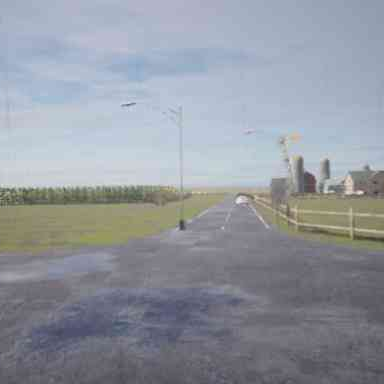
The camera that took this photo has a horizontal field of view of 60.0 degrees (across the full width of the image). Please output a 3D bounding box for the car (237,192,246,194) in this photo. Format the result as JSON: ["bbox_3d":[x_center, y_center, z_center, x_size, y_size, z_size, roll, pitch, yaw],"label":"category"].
[{"bbox_3d":[9.409,1.077,63.443,2.150,2.045,5.566,-1,0,8],"label":"car"}]

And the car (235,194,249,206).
[{"bbox_3d":[7.899,1.402,52.123,1.812,1.442,4.674,-1,0,8],"label":"car"}]
